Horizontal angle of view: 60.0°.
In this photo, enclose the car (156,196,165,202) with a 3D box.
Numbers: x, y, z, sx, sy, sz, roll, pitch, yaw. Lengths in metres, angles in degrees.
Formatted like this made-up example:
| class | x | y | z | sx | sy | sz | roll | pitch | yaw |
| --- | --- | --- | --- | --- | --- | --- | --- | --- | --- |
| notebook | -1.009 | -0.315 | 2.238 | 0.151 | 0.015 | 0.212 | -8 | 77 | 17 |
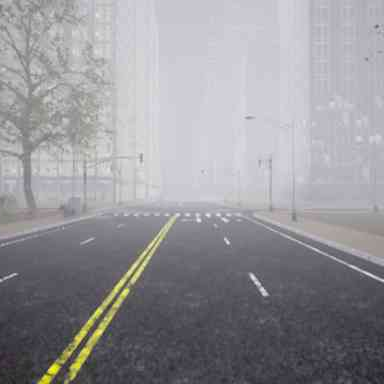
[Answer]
| class | x | y | z | sx | sy | sz | roll | pitch | yaw |
| --- | --- | --- | --- | --- | --- | --- | --- | --- | --- |
| car | -7.322 | 1.577 | 77.517 | 1.882 | 1.535 | 5.008 | 0 | 0 | -1 |
